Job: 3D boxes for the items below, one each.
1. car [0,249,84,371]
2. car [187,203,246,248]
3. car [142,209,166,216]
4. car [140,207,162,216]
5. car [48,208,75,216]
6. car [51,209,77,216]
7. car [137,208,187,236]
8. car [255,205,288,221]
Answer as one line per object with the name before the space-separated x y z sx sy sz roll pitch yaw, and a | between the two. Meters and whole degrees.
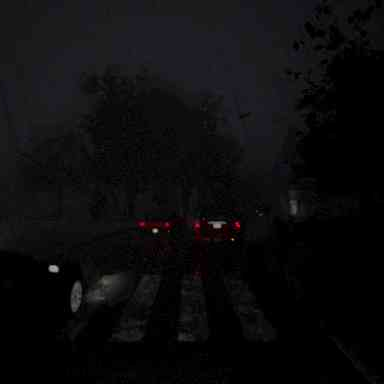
car | -3.040 1.475 4.383 1.882 1.535 5.008 0 0 2
car | 1.300 1.316 14.903 2.097 1.767 4.553 -1 0 9
car | -7.859 4.239 69.066 4.902 1.511 2.128 0 -3 -4
car | -8.964 4.257 72.243 4.553 1.767 2.097 1 -3 -9
car | -23.371 3.649 59.512 1.837 1.490 4.892 -3 -4 30
car | -24.566 3.950 63.695 1.994 1.385 4.181 -3 -4 38
car | -1.353 1.596 18.302 1.895 1.301 4.718 -1 0 11
car | 7.805 2.042 32.345 1.837 1.490 4.892 -4 -5 36
